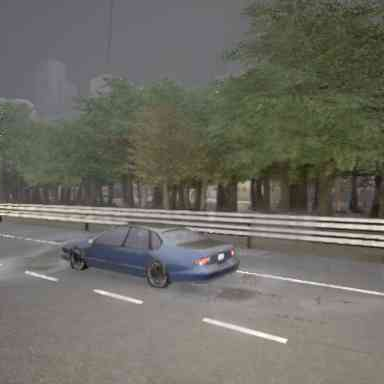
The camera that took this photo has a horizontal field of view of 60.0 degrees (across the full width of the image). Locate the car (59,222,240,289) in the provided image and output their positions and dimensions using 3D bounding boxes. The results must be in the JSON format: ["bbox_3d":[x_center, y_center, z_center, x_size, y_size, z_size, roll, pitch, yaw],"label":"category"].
[{"bbox_3d":[-1.377,1.549,9.152,5.357,1.411,2.033,0,0,36],"label":"car"}]
